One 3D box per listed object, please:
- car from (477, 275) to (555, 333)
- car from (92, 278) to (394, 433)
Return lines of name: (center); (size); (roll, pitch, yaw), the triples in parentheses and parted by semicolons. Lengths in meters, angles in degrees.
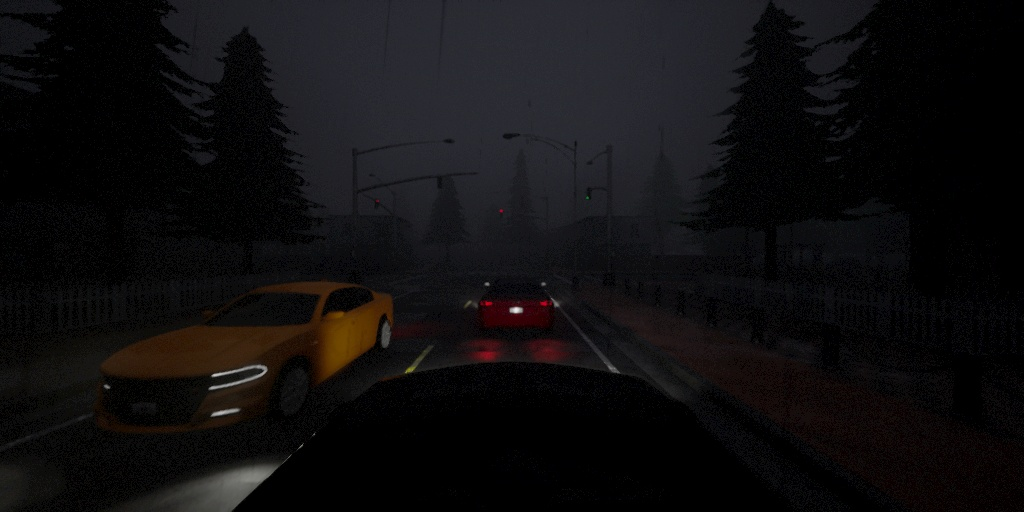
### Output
car: (0.101, 1.245, 10.534); (1.994, 1.385, 4.181); (0, 0, 0)
car: (-3.552, 1.194, 5.970); (1.882, 1.535, 5.008); (0, 0, 0)
